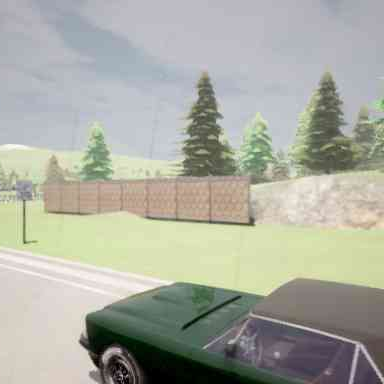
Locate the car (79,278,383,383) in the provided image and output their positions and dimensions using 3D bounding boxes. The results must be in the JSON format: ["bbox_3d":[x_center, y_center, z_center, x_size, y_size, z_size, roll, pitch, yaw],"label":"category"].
[{"bbox_3d":[1.009,1.605,3.309,4.718,1.301,1.895,0,0,35],"label":"car"}]
